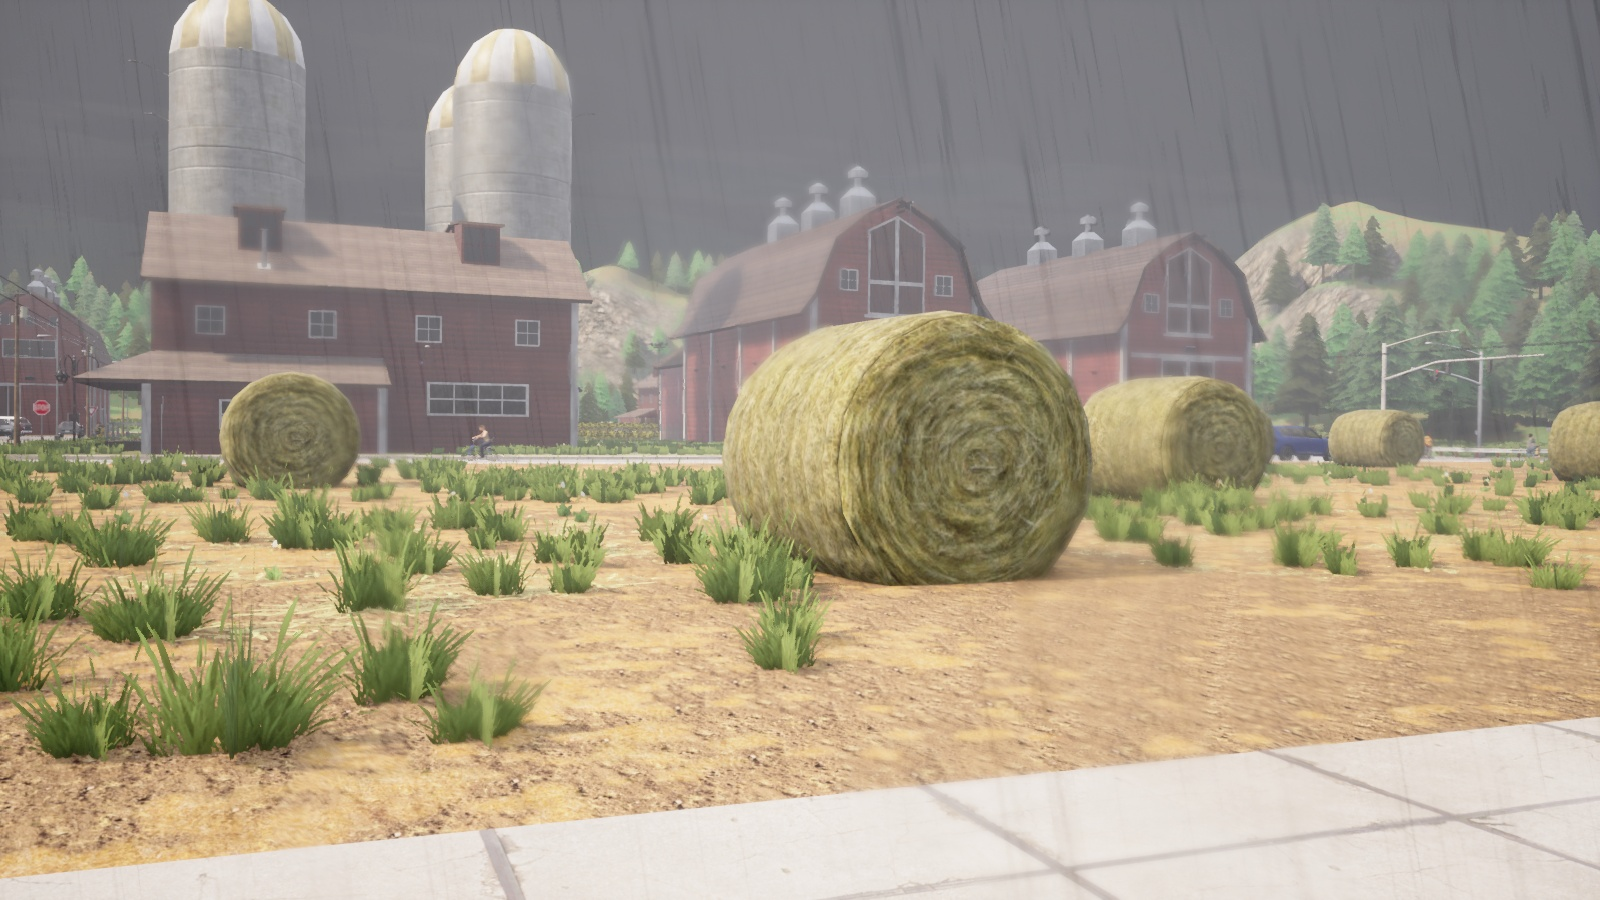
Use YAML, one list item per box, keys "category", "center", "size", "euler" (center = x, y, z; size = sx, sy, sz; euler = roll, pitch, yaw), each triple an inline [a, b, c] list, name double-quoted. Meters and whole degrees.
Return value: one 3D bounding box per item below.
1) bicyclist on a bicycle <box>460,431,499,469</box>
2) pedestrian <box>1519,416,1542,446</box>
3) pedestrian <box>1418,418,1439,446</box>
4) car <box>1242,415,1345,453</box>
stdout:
- category: "bicyclist on a bicycle"
  center: [-14.082, -0.002, 55.127]
  size: [1.509, 1.612, 0.866]
  euler: [-1, 1, -24]
- category: "pedestrian"
  center: [46.202, -1.183, 79.398]
  size: [0.874, 1.855, 0.900]
  euler: [-1, 1, -27]
- category: "pedestrian"
  center: [41.240, -1.177, 82.353]
  size: [0.874, 1.855, 0.900]
  euler: [-1, 1, -28]
- category: "car"
  center: [27.739, -0.922, 70.534]
  size: [5.566, 2.045, 2.150]
  euler: [-1, 1, -25]
